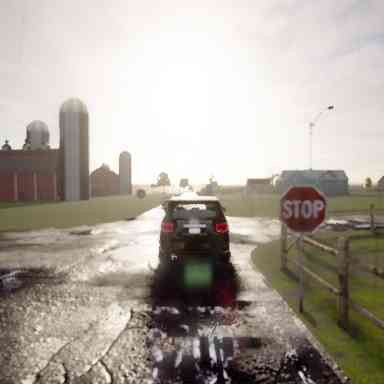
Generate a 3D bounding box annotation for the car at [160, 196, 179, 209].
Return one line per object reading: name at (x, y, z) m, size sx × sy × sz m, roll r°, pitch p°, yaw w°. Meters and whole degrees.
car at (-2.840, 1.247, 42.724) m, size 2.128 × 1.511 × 4.902 m, roll 0°, pitch 0°, yaw 0°

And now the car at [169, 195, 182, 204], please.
car at (-2.813, 1.240, 56.996) m, size 1.994 × 1.385 × 4.181 m, roll 0°, pitch 0°, yaw 0°

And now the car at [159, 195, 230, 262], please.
car at (0.086, 1.153, 11.987) m, size 2.150 × 2.045 × 5.566 m, roll 0°, pitch 1°, yaw 0°
